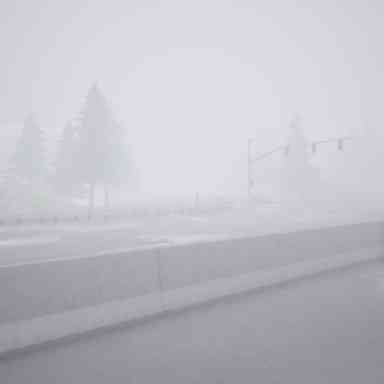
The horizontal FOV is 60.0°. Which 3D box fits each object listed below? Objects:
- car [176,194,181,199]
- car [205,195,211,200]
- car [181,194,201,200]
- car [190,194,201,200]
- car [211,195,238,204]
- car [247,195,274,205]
[{"bbox_3d":[-2.994,1.203,83.557,2.033,1.411,5.357,0,0,-7],"label":"car"},{"bbox_3d":[4.217,1.295,66.012,1.895,1.301,4.718,0,0,-18],"label":"car"},{"bbox_3d":[-0.037,1.257,67.950,2.033,1.411,5.357,0,0,-18],"label":"car"},{"bbox_3d":[0.823,1.151,80.876,1.837,1.490,4.892,0,0,-10],"label":"car"},{"bbox_3d":[5.529,1.230,53.714,2.128,1.511,4.902,0,0,-26],"label":"car"},{"bbox_3d":[10.555,1.221,51.673,1.837,1.490,4.892,-1,0,-29],"label":"car"}]
